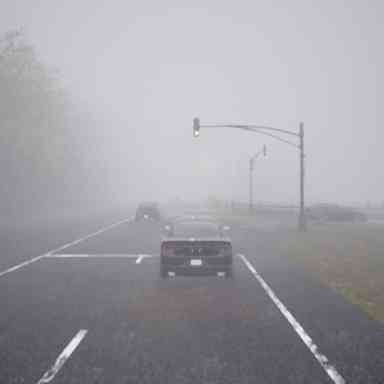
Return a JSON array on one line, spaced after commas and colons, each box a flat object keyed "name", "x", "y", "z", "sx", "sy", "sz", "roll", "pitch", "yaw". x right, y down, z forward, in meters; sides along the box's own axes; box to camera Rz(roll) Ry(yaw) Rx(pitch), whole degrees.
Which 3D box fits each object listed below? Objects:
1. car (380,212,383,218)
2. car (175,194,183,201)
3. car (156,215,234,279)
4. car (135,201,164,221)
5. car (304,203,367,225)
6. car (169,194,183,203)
[{"name": "car", "x": 19.254, "y": 1.814, "z": 28.540, "sx": 5.357, "sy": 1.411, "sz": 2.033, "roll": 1, "pitch": -1, "yaw": 0}, {"name": "car", "x": -3.475, "y": 1.355, "z": 88.621, "sx": 2.097, "sy": 1.767, "sz": 4.553, "roll": 0, "pitch": 0, "yaw": 0}, {"name": "car", "x": 0.157, "y": 1.481, "z": 10.136, "sx": 1.882, "sy": 1.535, "sz": 5.008, "roll": 0, "pitch": 0, "yaw": 1}, {"name": "car", "x": -3.392, "y": 1.513, "z": 26.901, "sx": 1.837, "sy": 1.490, "sz": 4.892, "roll": 0, "pitch": 0, "yaw": 0}, {"name": "car", "x": 10.446, "y": 1.592, "z": 24.551, "sx": 4.902, "sy": 1.511, "sz": 2.128, "roll": 1, "pitch": -2, "yaw": -11}, {"name": "car", "x": -3.382, "y": 1.357, "z": 67.154, "sx": 2.097, "sy": 1.767, "sz": 4.553, "roll": 0, "pitch": 0, "yaw": 0}]
